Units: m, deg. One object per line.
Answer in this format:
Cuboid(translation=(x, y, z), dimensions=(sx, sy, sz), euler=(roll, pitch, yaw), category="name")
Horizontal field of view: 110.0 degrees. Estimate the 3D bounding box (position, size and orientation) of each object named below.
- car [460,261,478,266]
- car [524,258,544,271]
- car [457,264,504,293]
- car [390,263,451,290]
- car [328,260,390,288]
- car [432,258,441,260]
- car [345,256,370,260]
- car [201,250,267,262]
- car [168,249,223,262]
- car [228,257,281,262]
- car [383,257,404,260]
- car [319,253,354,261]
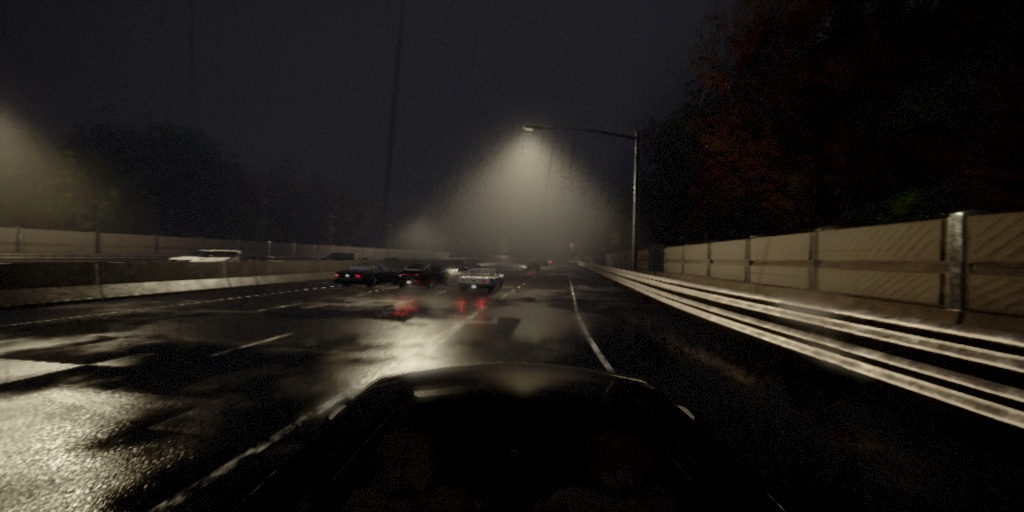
Cuboid(translation=(-5.264, 1.337, 45.099), dimensions=(1.994, 1.385, 4.181), euler=(1, 0, 8), category="car")
Cuboid(translation=(3.447, 1.540, 56.100), dimensions=(1.837, 1.490, 4.892), euler=(1, 0, 8), category="car")
Cuboid(translation=(-1.705, 1.374, 21.358), dimensions=(1.895, 1.301, 4.718), euler=(1, 0, 8), category="car")
Cuboid(translation=(-5.184, 1.194, 21.714), dimensions=(1.837, 1.490, 4.892), euler=(1, 0, 8), category="car")
Cuboid(translation=(-8.664, 1.149, 22.105), dimensions=(2.033, 1.411, 5.357), euler=(1, 0, 8), category="car")
Cuboid(translation=(-13.317, 1.080, 62.345), dimensions=(1.812, 1.442, 4.674), euler=(1, 0, 8), category="car")
Cuboid(translation=(-19.213, 0.993, 46.688), dimensions=(1.994, 1.385, 4.181), euler=(1, 0, 9), category="car")
Cuboid(translation=(-21.841, 0.649, 29.136), dimensions=(2.097, 1.767, 4.553), euler=(1, 0, 9), category="car")
Cuboid(translation=(-25.262, 0.439, 29.860), dimensions=(2.150, 2.045, 5.566), euler=(1, -1, 9), category="car")
Cuboid(translation=(-18.564, 0.974, 27.486), dimensions=(1.895, 1.301, 4.718), euler=(1, 0, 9), category="car")
Cuboid(translation=(-15.741, 1.021, 46.260), dimensions=(1.837, 1.490, 4.892), euler=(1, 0, 9), category="car")
Cuboid(translation=(-22.711, 0.565, 46.858), dimensions=(2.150, 2.045, 5.566), euler=(1, 0, 9), category="car")
